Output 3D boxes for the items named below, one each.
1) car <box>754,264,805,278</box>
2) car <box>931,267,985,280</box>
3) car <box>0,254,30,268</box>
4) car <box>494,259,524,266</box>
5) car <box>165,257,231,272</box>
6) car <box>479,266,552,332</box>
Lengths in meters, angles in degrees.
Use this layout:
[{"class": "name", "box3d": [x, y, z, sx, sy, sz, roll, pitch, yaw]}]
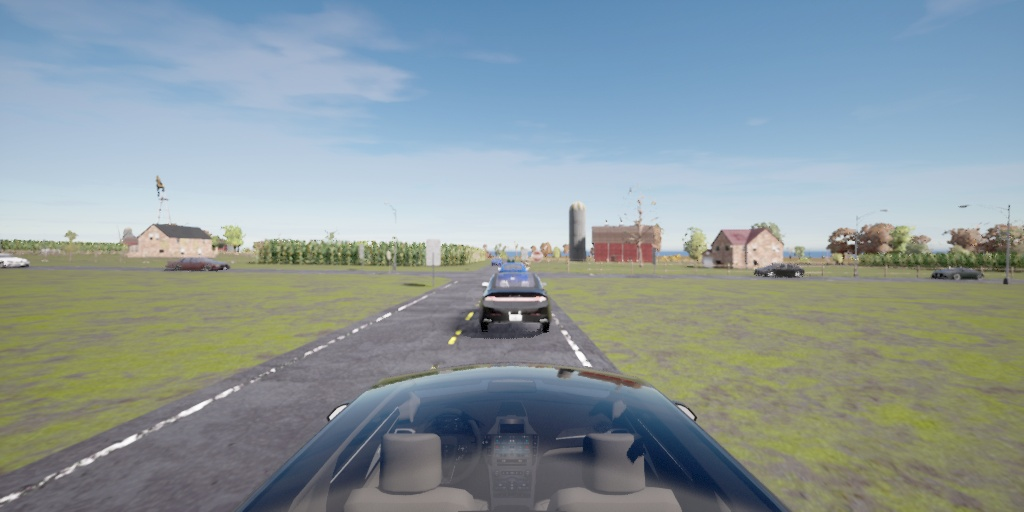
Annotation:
[{"class": "car", "box3d": [29.403, 1.597, 39.486, 4.892, 1.490, 1.837, 1, 1, 0]}, {"class": "car", "box3d": [49.027, 1.931, 39.509, 4.181, 1.385, 1.994, 1, 1, 0]}, {"class": "car", "box3d": [-51.769, 0.477, 36.162, 4.674, 1.442, 1.812, 1, 1, 0]}, {"class": "car", "box3d": [0.089, 1.181, 23.575, 1.882, 1.535, 5.008, 0, 0, 1]}, {"class": "car", "box3d": [-31.621, 0.804, 36.186, 5.357, 1.411, 2.033, 1, 1, 0]}, {"class": "car", "box3d": [0.082, 1.221, 10.781, 2.128, 1.511, 4.902, 0, 0, 0]}]
